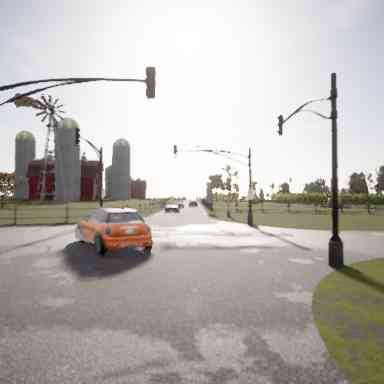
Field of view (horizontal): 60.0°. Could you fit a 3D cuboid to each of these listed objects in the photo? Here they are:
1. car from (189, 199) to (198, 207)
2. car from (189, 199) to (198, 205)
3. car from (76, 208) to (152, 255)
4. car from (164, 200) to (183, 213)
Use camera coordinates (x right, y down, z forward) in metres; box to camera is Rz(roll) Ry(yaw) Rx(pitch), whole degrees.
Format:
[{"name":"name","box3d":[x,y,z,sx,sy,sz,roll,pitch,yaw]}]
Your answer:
[{"name":"car","box3d":[0.280,2.295,69.609,1.812,1.442,4.674,0,-1,0]},{"name":"car","box3d":[0.333,2.281,79.617,1.994,1.385,4.181,0,-1,0]},{"name":"car","box3d":[-3.461,1.444,14.284,2.097,1.767,4.553,1,1,-31]},{"name":"car","box3d":[-2.684,2.051,45.660,2.033,1.411,5.357,0,-1,0]}]
